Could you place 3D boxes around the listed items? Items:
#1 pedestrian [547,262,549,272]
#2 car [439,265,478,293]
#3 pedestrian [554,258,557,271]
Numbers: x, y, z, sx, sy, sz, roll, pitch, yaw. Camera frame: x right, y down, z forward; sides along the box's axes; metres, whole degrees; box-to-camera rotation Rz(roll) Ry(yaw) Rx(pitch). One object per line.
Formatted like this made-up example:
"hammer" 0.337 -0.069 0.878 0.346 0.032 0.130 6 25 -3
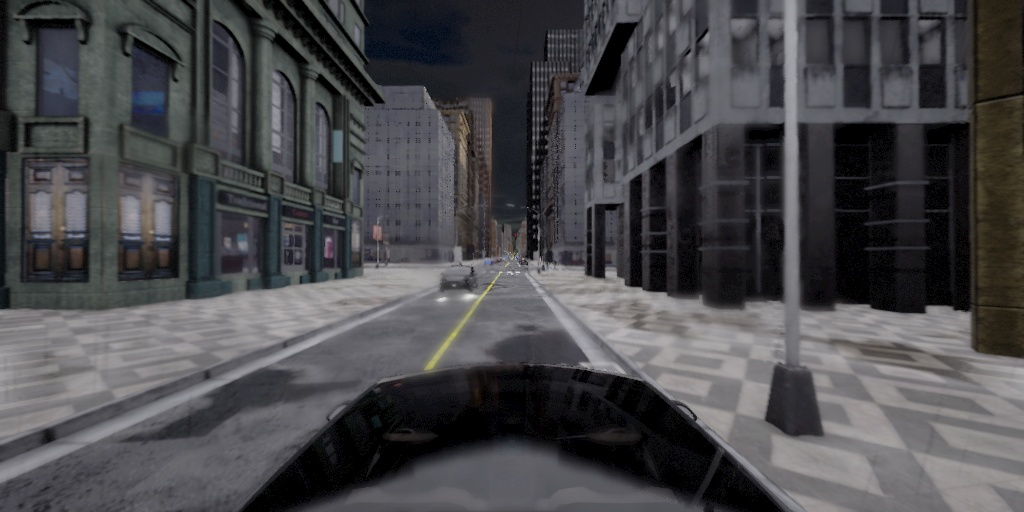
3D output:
"pedestrian" 4.646 1.334 46.124 0.375 1.300 0.375 0 0 0
"car" -3.095 1.331 21.584 1.837 1.490 4.892 0 0 0
"pedestrian" 5.646 1.083 46.726 0.375 1.860 0.375 0 0 0
